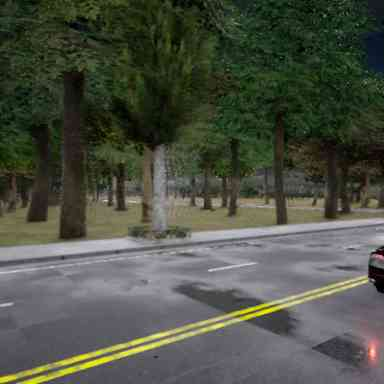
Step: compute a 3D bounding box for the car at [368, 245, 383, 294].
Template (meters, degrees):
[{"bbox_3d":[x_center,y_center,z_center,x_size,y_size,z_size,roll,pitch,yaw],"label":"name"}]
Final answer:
[{"bbox_3d":[6.060,1.603,7.883,4.902,1.511,2.128,1,-1,-36],"label":"car"}]
